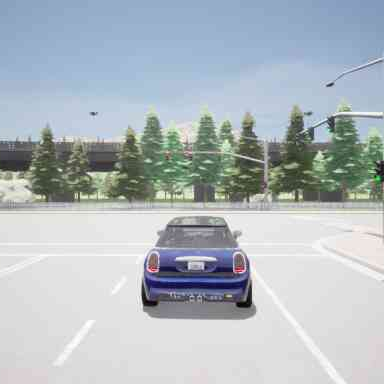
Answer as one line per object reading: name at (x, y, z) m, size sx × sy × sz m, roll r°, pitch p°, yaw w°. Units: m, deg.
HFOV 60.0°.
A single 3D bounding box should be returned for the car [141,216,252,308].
car at (0.167, 1.352, 8.127) m, size 2.097 × 1.767 × 4.553 m, roll 0°, pitch 0°, yaw 3°
